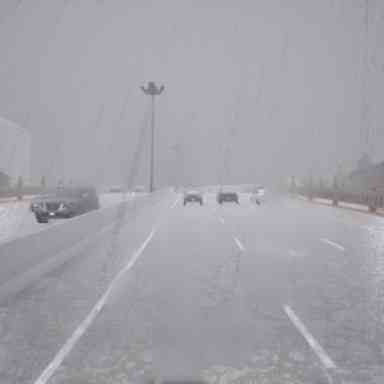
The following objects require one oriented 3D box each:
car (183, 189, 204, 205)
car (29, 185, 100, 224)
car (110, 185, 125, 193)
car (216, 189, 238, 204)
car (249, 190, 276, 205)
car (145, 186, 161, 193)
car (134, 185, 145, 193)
[{"bbox_3d":[0.103,0.462,33.633,1.812,1.442,4.674,0,2,0],"label":"car"},{"bbox_3d":[-7.095,0.652,19.612,2.150,2.045,5.566,0,2,0],"label":"car"},{"bbox_3d":[-14.005,-0.551,62.524,1.882,1.535,5.008,0,1,0],"label":"car"},{"bbox_3d":[3.604,0.381,34.559,1.882,1.535,5.008,0,2,0],"label":"car"},{"bbox_3d":[7.103,0.473,33.310,1.812,1.442,4.674,0,2,0],"label":"car"},{"bbox_3d":[-7.002,-0.429,62.577,1.895,1.301,4.718,0,1,0],"label":"car"},{"bbox_3d":[-10.490,-0.584,66.924,1.882,1.535,5.008,0,0,0],"label":"car"}]
